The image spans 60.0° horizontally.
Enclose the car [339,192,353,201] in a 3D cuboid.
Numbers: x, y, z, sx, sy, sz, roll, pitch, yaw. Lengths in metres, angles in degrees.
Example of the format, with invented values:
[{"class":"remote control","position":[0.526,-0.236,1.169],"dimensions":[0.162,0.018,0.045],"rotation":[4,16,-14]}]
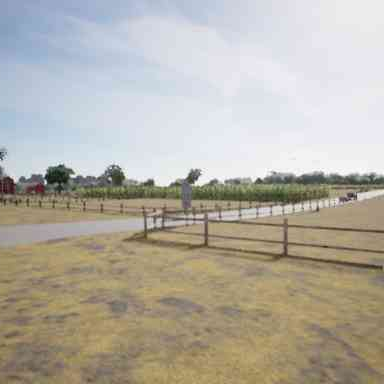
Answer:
[{"class":"car","position":[39.118,1.559,85.531],"dimensions":[1.882,1.535,5.008],"rotation":[-1,1,36]}]
